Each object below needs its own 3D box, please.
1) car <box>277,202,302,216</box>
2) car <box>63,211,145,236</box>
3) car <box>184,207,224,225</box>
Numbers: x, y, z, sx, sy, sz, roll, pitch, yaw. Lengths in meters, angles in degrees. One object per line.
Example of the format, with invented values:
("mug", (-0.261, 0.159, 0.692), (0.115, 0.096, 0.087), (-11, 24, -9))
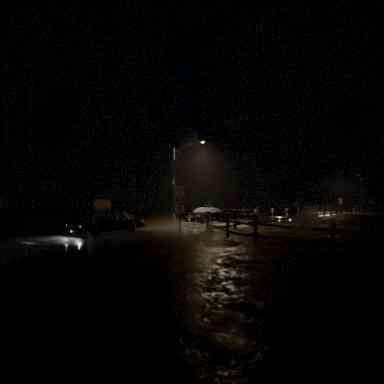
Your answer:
("car", (14.496, 2.433, 49.068), (2.150, 2.045, 5.566), (-1, -2, 36))
("car", (-5.397, 1.932, 21.312), (2.033, 1.411, 5.357), (-1, -2, 35))
("car", (1.180, 2.141, 30.539), (2.128, 1.511, 4.902), (-1, -2, 35))
